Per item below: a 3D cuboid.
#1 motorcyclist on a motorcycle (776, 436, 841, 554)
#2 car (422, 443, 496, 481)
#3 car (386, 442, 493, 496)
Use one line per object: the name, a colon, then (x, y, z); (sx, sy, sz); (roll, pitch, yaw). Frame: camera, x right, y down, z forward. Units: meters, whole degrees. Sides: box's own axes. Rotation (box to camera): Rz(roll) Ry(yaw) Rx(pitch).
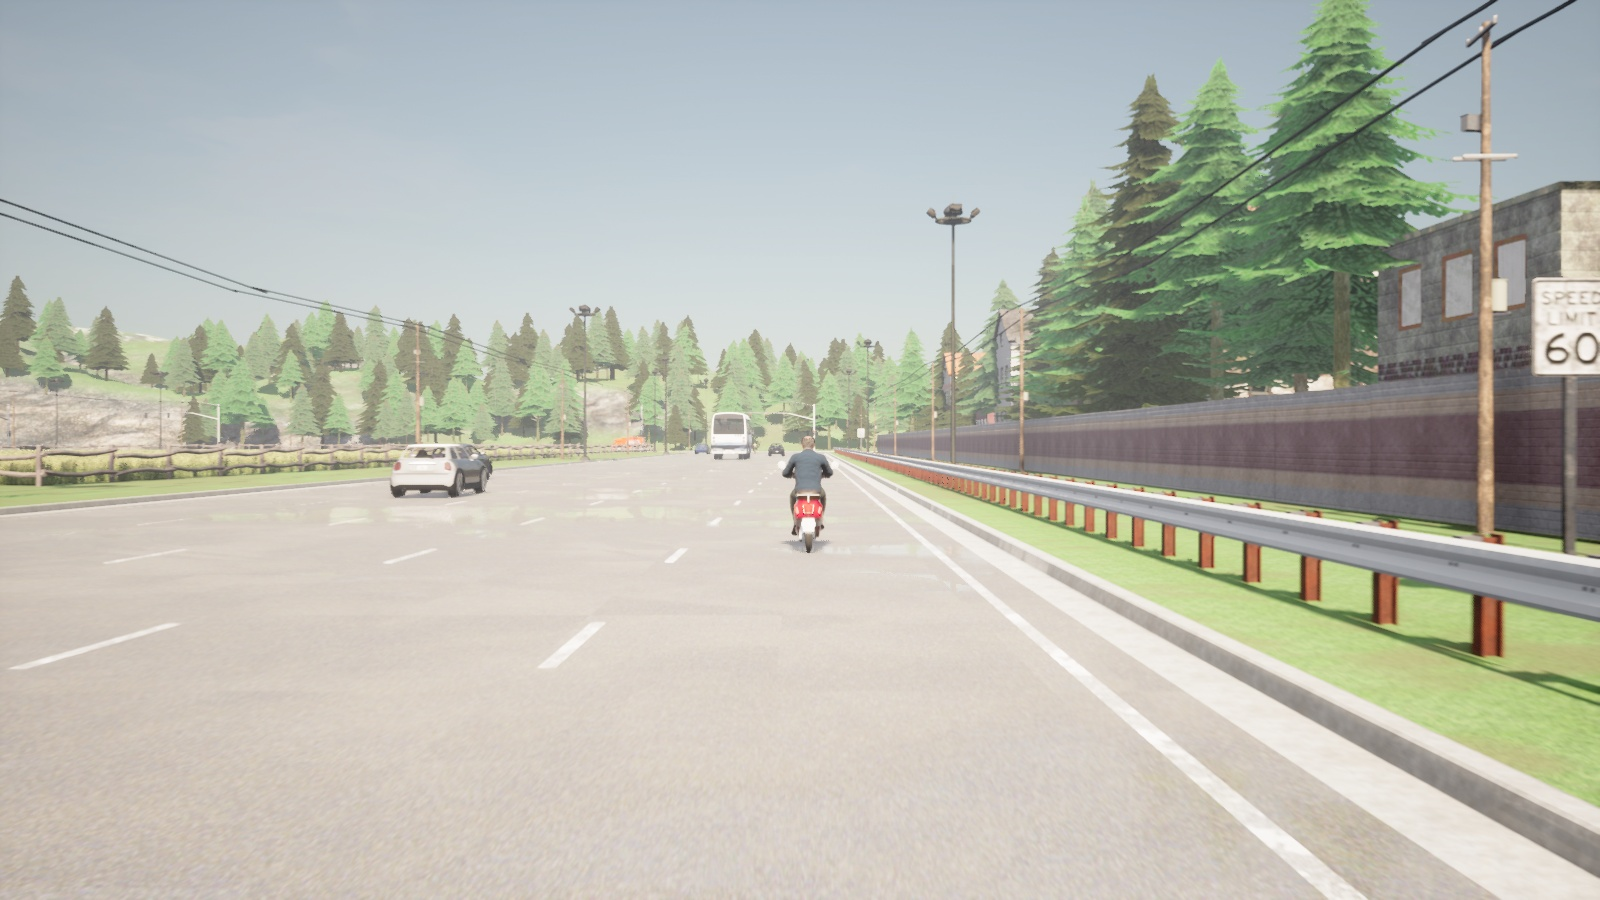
motorcyclist on a motorcycle: (0.117, 0.599, 17.816); (0.866, 1.590, 1.817); (0, 0, 0)
car: (-13.696, 0.464, 50.639); (1.816, 1.474, 4.193); (0, 0, 0)
car: (-10.279, 0.500, 36.062); (1.970, 1.475, 3.806); (0, 0, 0)
